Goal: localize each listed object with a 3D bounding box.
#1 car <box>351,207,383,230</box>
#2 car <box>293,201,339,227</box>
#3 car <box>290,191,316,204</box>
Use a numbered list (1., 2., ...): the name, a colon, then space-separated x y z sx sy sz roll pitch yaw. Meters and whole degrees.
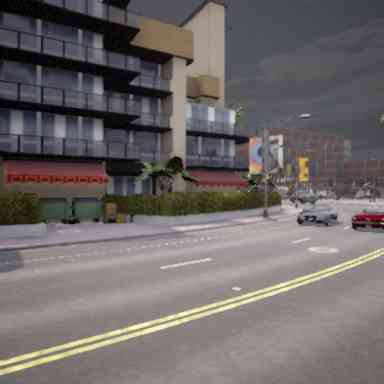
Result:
1. car: 11.124 1.610 20.276 1.895 1.301 4.718 0 0 37
2. car: 8.826 1.574 23.151 1.994 1.385 4.181 0 0 36
3. car: 20.470 1.242 61.603 2.150 2.045 5.566 0 0 -18
